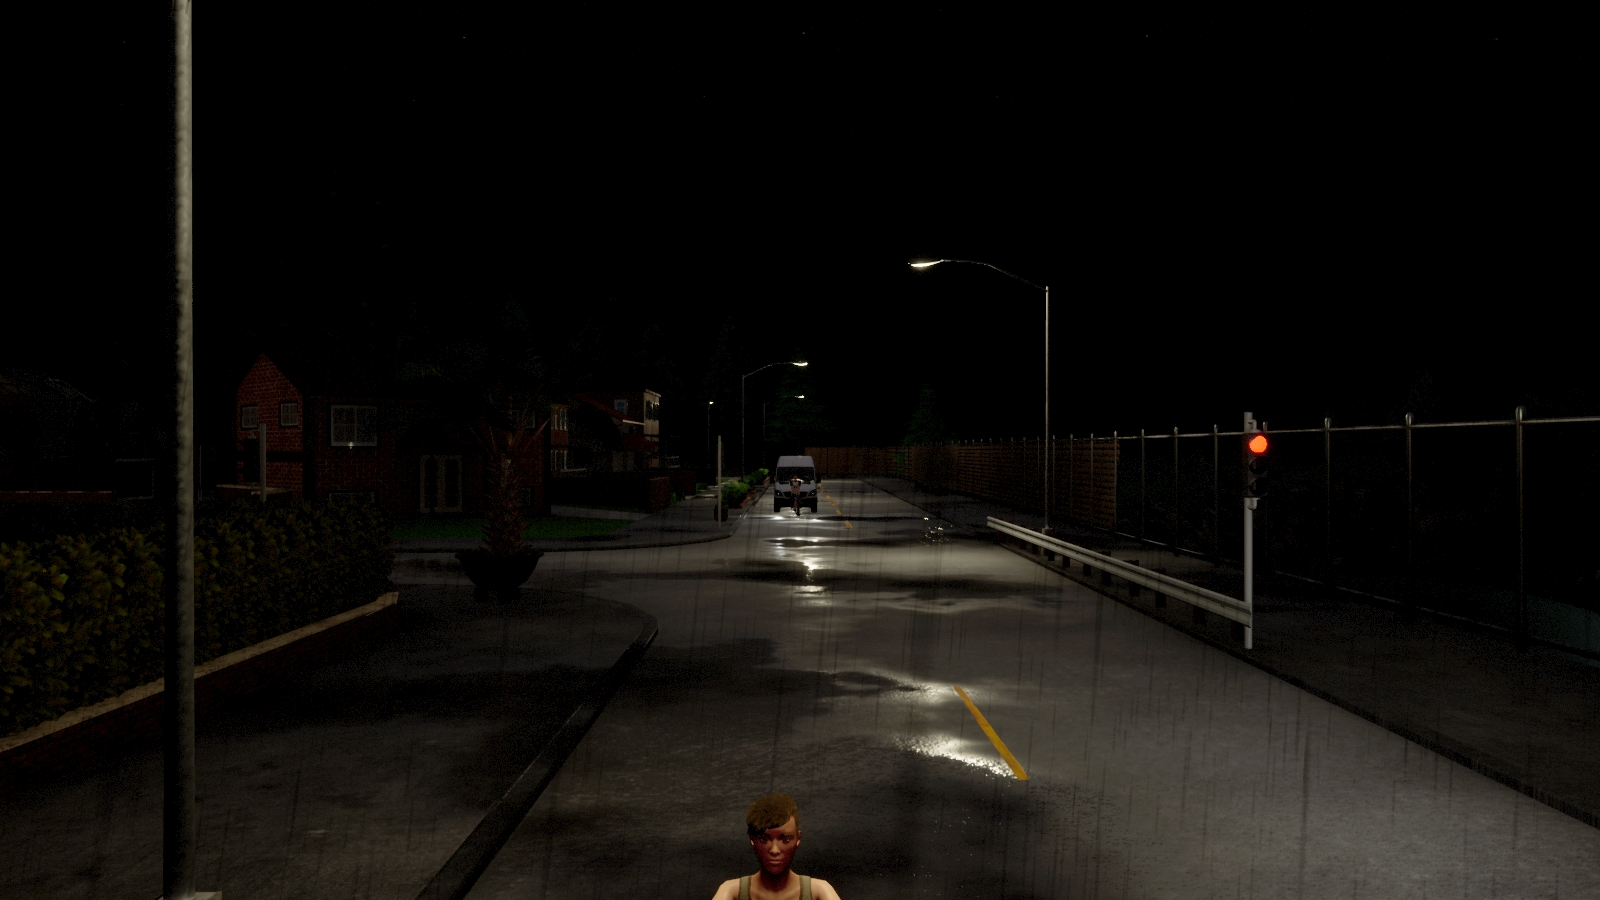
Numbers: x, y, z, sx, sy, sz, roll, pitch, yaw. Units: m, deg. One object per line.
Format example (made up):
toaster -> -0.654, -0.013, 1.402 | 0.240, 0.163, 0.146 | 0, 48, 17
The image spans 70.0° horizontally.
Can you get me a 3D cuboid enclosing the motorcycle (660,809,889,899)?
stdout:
motorcycle -> -0.084, 2.157, 3.590 | 0.764, 1.307, 2.356 | 0, 0, -1
